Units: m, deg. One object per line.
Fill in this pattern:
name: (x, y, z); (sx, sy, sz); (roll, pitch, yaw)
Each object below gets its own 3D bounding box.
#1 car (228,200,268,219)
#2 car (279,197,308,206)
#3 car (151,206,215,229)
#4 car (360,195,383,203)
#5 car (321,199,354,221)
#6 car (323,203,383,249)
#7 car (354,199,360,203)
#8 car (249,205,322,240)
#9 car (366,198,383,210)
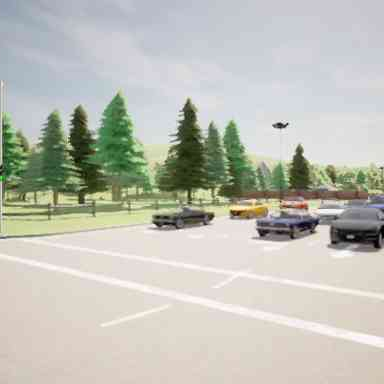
car: (5.029, 1.478, 29.237); (1.882, 1.535, 5.008); (0, 0, 36)
car: (11.754, 1.353, 38.414); (2.097, 1.767, 4.553); (0, 0, 36)
car: (-0.514, 1.601, 21.661); (1.895, 1.301, 4.718); (0, 0, 36)
car: (13.527, 1.223, 23.071); (2.150, 2.045, 5.566); (0, 0, 36)
car: (10.465, 1.527, 24.789); (1.812, 1.442, 4.674); (0, 0, 36)
car: (7.664, 1.479, 15.050); (1.882, 1.535, 5.008); (0, 0, 36)
car: (16.132, 1.507, 32.550); (1.837, 1.490, 4.892); (0, 0, 36)
car: (5.047, 1.601, 17.407); (1.895, 1.301, 4.718); (0, 0, 36)
car: (24.468, 1.509, 43.857); (1.837, 1.490, 4.892); (0, 0, 37)
